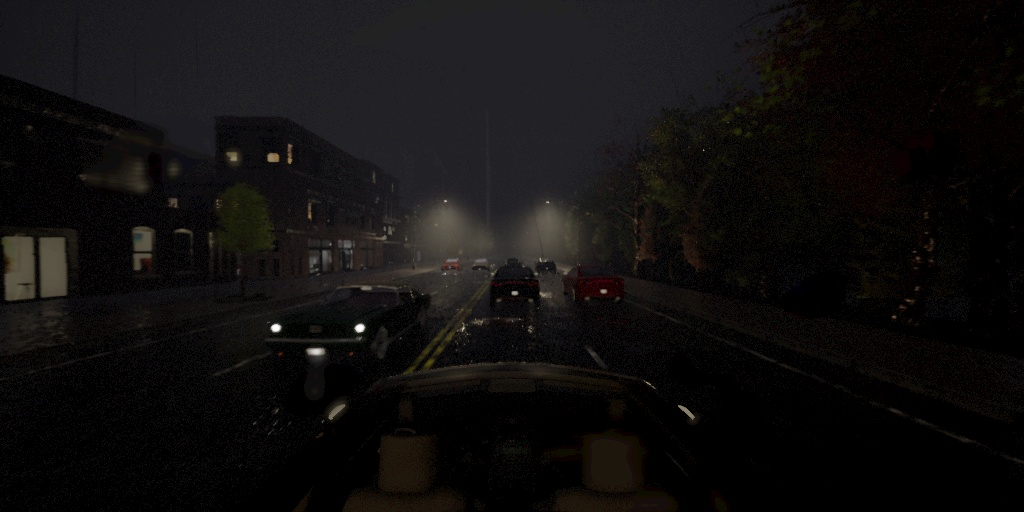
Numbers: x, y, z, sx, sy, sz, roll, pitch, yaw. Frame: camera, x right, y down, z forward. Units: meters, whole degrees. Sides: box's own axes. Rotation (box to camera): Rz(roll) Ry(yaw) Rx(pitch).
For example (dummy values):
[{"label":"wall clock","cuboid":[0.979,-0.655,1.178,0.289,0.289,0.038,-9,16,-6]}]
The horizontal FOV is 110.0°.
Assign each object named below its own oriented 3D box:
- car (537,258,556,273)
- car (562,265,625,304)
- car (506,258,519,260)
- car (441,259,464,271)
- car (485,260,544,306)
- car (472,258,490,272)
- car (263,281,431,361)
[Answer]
[{"label":"car","cuboid":[3.333,0.942,36.475,2.128,1.511,4.902,0,1,0]},{"label":"car","cuboid":[3.344,1.109,15.567,1.882,1.535,5.008,0,1,0]},{"label":"car","cuboid":[0.085,0.955,36.518,1.837,1.490,4.892,0,1,0]},{"label":"car","cuboid":[-6.590,0.983,40.001,1.994,1.385,4.181,0,0,0]},{"label":"car","cuboid":[0.098,1.113,15.024,1.882,1.535,5.008,0,1,0]},{"label":"car","cuboid":[-3.341,0.966,40.040,2.033,1.411,5.357,0,0,0]},{"label":"car","cuboid":[-3.307,1.295,8.279,1.895,1.301,4.718,0,1,1]}]
